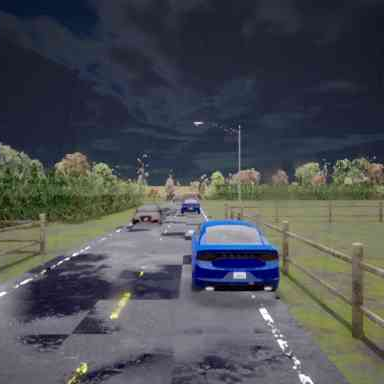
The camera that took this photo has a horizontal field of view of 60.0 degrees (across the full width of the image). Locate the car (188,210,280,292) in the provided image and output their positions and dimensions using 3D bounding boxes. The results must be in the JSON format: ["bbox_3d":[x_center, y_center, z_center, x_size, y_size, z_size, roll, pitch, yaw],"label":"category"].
[{"bbox_3d":[0.919,1.477,8.967,1.882,1.535,5.008,0,0,0],"label":"car"}]

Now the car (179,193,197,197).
[{"bbox_3d":[-0.229,1.196,45.371,2.150,2.045,5.566,0,0,0],"label":"car"}]

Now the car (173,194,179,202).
[{"bbox_3d":[-3.128,1.284,72.901,2.097,1.767,4.553,0,0,0],"label":"car"}]

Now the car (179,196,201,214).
[{"bbox_3d":[-0.113,1.465,34.940,1.882,1.535,5.008,0,0,0],"label":"car"}]

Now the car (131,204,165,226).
[{"bbox_3d":[-2.969,1.560,23.365,1.994,1.385,4.181,0,0,0],"label":"car"}]
